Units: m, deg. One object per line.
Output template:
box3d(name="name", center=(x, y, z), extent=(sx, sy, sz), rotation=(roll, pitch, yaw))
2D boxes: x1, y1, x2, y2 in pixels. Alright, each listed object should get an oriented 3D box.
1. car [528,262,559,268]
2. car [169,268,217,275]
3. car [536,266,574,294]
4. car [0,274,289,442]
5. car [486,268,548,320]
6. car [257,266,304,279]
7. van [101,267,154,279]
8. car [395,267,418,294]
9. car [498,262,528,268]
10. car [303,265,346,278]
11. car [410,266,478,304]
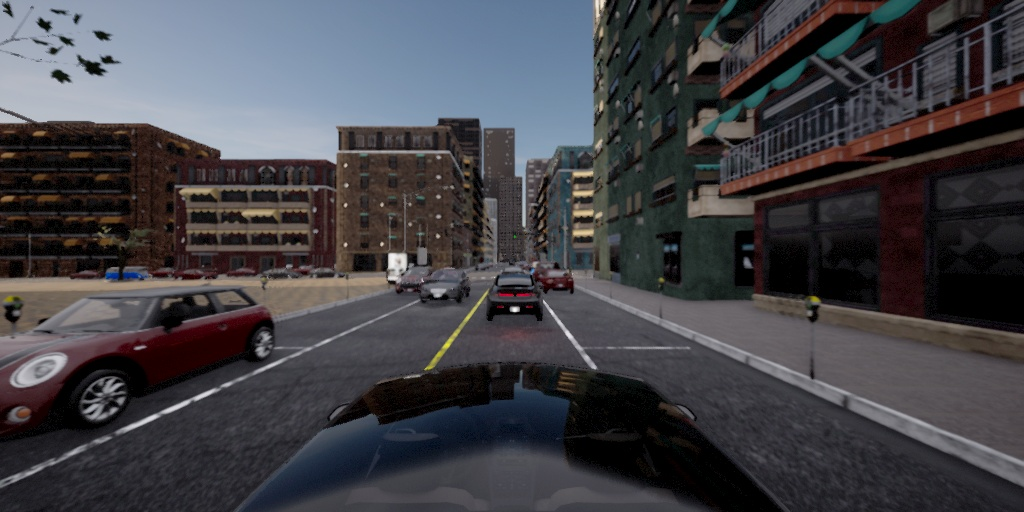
box3d(name="car", center=(2.681, 1.341, 27.550), extent=(2.192, 1.841, 5.009), rotation=(0, 0, 0))
box3d(name="car", center=(-38.406, 2.317, 43.756), extent=(4.507, 1.381, 1.888), rotation=(0, 0, 0))
box3d(name="car", center=(2.683, 1.511, 22.022), extent=(1.888, 1.381, 4.507), rotation=(0, 0, 0))
box3d(name="car", center=(-5.693, 1.229, 5.439), extent=(1.967, 1.591, 4.097), rotation=(0, 0, 0))
box3d(name="car", center=(0.091, 1.376, 13.199), extent=(1.837, 1.490, 4.892), rotation=(0, 0, 0))
box3d(name="car", center=(-27.977, 2.171, 43.791), extent=(4.403, 1.370, 2.007), rotation=(0, 0, 0))
box3d(name="van", center=(-46.866, 2.235, 43.748), extent=(3.998, 1.789, 1.690), rotation=(0, 0, 0))
box3d(name="car", center=(-5.699, 1.405, 22.020), extent=(1.967, 1.591, 4.097), rotation=(0, 0, 0))
box3d(name="car", center=(0.088, 1.513, 28.411), extent=(1.882, 1.535, 5.008), rotation=(0, -1, 0))
box3d(name="car", center=(-22.408, 2.090, 43.834), extent=(4.403, 1.370, 2.007), rotation=(0, 0, 0))
box3d(name="car", center=(-3.103, 1.408, 17.469), extent=(2.128, 1.511, 4.902), rotation=(0, -1, 0))
